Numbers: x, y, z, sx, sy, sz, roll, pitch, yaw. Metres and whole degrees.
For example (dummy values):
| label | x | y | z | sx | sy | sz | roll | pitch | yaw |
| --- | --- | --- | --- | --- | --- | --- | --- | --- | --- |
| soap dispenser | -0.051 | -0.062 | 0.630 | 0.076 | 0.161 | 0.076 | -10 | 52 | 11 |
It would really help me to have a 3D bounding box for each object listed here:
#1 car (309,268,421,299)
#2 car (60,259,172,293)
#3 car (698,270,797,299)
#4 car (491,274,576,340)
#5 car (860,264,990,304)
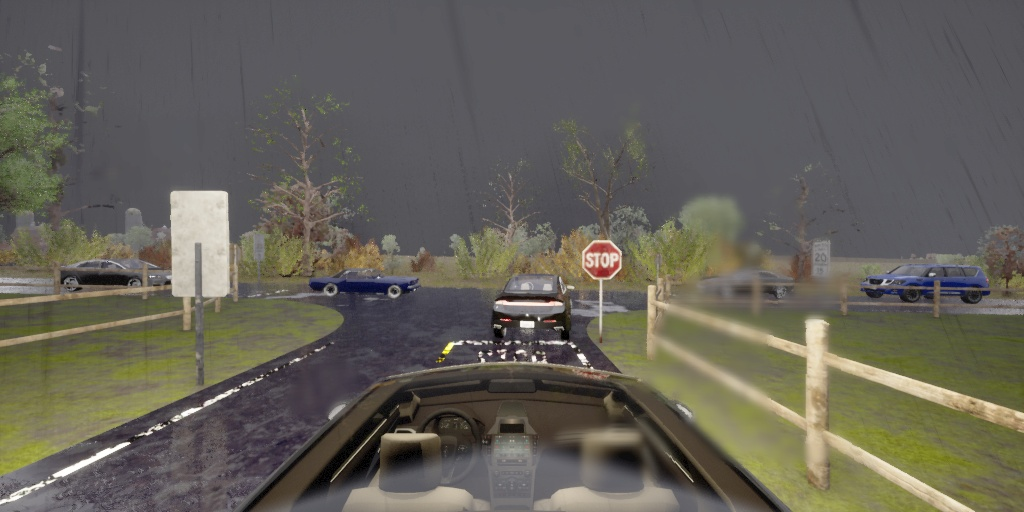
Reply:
| label | x | y | z | sx | sy | sz | roll | pitch | yaw |
| --- | --- | --- | --- | --- | --- | --- | --- | --- | --- |
| car | -6.823 | 1.248 | 17.047 | 4.718 | 1.301 | 1.895 | 1 | 1 | 0 |
| car | -18.491 | 0.885 | 17.062 | 4.902 | 1.511 | 2.128 | 1 | 1 | 0 |
| car | 13.003 | 1.525 | 19.975 | 4.902 | 1.511 | 2.128 | 1 | 1 | 0 |
| car | 0.706 | 1.240 | 10.016 | 2.128 | 1.511 | 4.902 | 0 | 0 | 9 |
| car | 22.898 | 1.466 | 19.965 | 5.566 | 2.045 | 2.150 | 1 | 1 | 0 |
